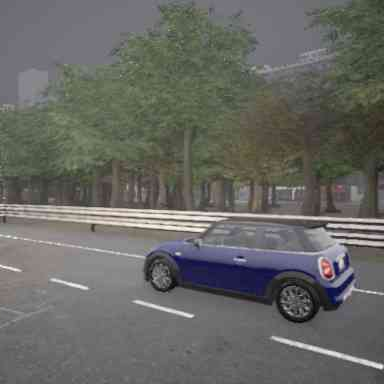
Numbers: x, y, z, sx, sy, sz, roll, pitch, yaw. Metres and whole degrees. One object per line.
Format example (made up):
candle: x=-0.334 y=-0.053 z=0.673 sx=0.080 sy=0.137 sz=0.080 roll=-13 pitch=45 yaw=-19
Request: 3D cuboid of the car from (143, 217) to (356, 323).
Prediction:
car: x=1.043 y=1.355 z=7.425 sx=4.553 sy=1.767 sz=2.097 roll=0 pitch=0 yaw=36
